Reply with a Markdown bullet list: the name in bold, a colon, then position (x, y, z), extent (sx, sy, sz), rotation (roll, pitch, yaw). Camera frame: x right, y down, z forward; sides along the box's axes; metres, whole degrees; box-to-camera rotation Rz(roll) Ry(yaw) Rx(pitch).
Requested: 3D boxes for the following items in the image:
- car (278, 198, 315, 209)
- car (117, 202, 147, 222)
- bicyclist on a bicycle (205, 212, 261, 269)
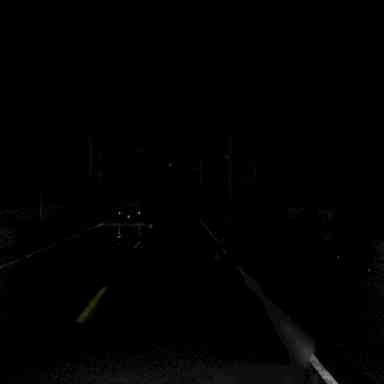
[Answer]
- **car**: position (13.025, 1.452, 41.506), extent (4.674, 1.442, 1.812), rotation (0, 0, 0)
- **car**: position (-4.611, 1.494, 26.039), extent (1.812, 1.442, 4.674), rotation (0, 0, -2)
- **bicyclist on a bicycle**: position (1.188, 1.401, 9.603), extent (1.656, 1.620, 0.582), rotation (0, 0, -3)
